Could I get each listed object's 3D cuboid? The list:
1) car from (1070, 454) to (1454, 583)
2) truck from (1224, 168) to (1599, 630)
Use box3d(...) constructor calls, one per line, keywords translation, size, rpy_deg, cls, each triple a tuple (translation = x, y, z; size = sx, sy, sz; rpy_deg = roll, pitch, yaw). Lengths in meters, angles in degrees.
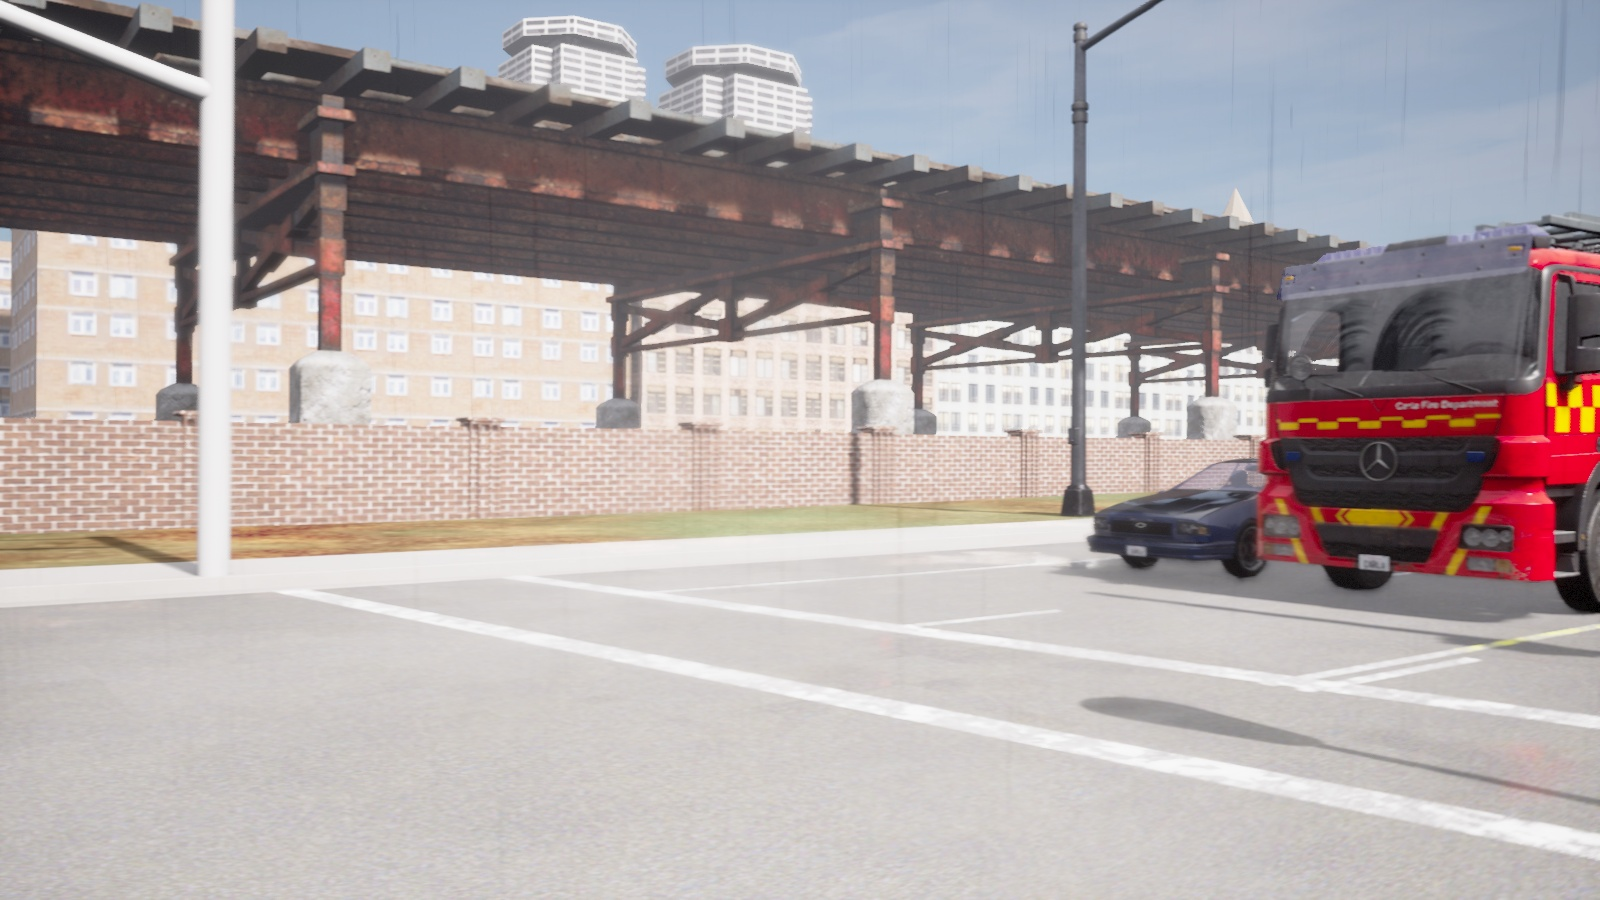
box3d(translation=(6.176, 0.778, 16.494), size=(5.357, 1.411, 2.033), rpy_deg=(0, 0, -35), cls="car")
box3d(translation=(8.670, -0.454, 13.931), size=(8.468, 3.827, 2.891), rpy_deg=(-1, 0, -33), cls="truck")
